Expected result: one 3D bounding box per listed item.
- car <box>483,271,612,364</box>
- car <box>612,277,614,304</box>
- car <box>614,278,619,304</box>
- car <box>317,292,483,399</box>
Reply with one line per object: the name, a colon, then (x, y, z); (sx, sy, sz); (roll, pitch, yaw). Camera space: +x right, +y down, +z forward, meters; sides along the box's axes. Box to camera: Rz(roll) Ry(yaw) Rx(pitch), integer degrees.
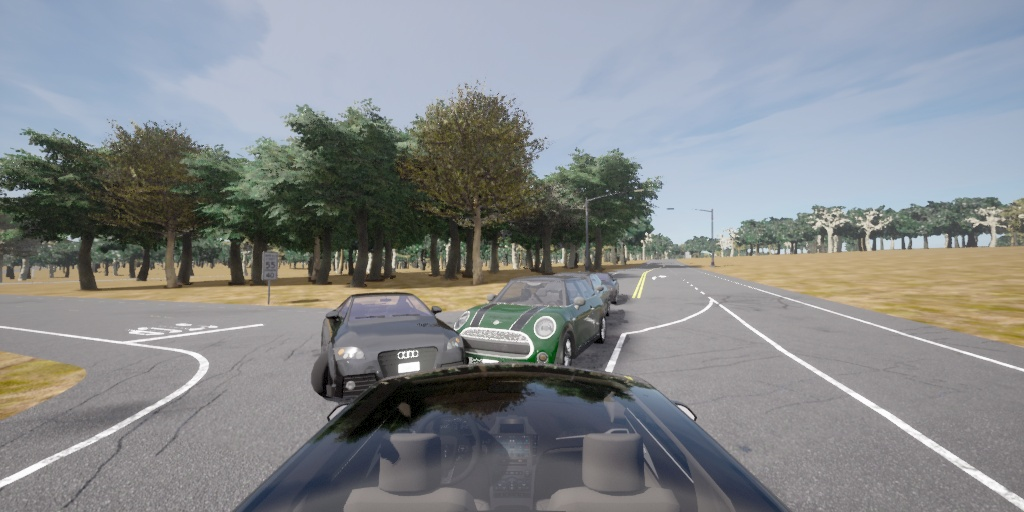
car: (0.624, 1.218, 7.776); (2.097, 1.767, 4.553); (-1, -2, 26)
car: (2.032, 1.344, 12.088); (2.097, 1.767, 4.553); (-1, -1, 21)
car: (4.229, 1.509, 17.814); (1.994, 1.385, 4.181); (-1, 0, 19)
car: (-2.348, 1.375, 6.572); (1.994, 1.385, 4.181); (1, -2, -29)
